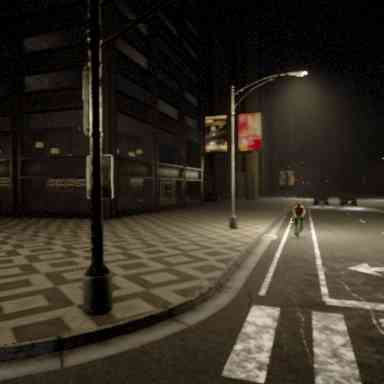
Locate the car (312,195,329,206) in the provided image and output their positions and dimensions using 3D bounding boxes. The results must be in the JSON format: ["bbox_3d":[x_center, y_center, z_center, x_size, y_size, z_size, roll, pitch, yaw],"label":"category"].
[{"bbox_3d":[17.018,1.071,44.112,1.812,1.442,4.674,0,0,19],"label":"car"}]

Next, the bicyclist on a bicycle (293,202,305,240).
[{"bbox_3d":[4.724,1.253,14.714,0.582,1.620,1.656,0,1,19],"label":"bicyclist on a bicycle"}]

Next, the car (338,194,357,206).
[{"bbox_3d":[20.097,1.029,43.072,2.128,1.511,4.902,0,0,19],"label":"car"}]
